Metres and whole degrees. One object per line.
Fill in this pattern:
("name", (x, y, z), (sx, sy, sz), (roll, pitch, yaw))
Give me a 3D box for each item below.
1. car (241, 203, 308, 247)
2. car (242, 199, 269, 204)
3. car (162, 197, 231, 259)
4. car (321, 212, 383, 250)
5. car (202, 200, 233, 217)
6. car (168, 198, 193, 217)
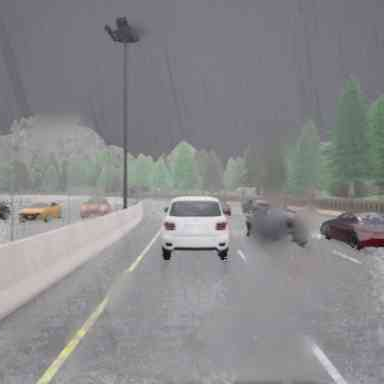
("car", (3.565, 1.454, 14.720), (1.837, 1.490, 4.892), (0, 0, -1))
("car", (5.895, 1.400, 30.636), (1.837, 1.490, 4.892), (0, 0, -8))
("car", (0.091, 1.178, 12.594), (2.150, 2.045, 5.566), (0, 0, 0))
("car", (7.072, 1.516, 14.020), (1.994, 1.385, 4.181), (0, 0, -1))
("car", (2.298, 1.457, 31.134), (1.994, 1.385, 4.181), (0, 0, -8))
("car", (-1.153, 1.400, 30.642), (1.837, 1.490, 4.892), (0, 0, -8))
